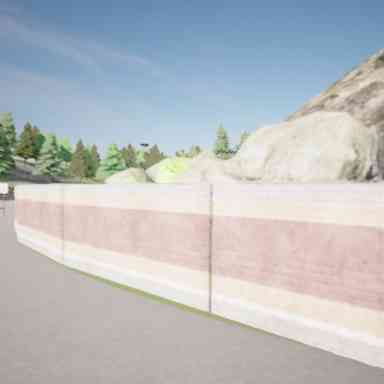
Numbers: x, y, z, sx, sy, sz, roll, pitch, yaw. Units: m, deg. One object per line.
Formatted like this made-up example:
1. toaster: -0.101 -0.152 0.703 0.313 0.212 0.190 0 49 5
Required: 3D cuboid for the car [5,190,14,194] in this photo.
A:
1. car: -30.877 0.369 61.236 1.882 1.535 5.008 1 1 30
